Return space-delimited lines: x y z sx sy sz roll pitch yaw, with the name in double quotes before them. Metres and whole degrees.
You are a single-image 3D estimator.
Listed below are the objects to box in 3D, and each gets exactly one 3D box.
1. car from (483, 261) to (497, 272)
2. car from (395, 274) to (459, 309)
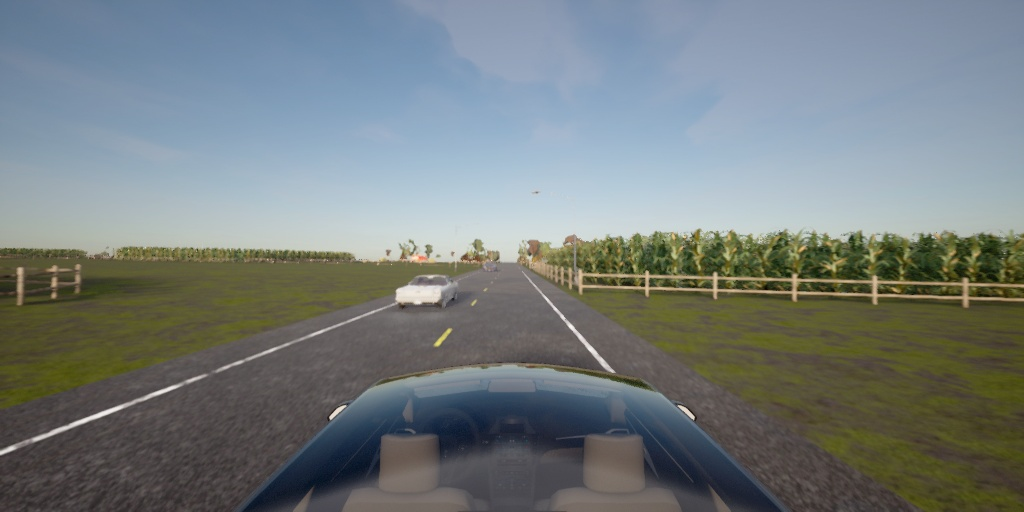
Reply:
"car" -3.563 1.686 58.518 2.097 1.767 4.553 0 -1 1
"car" -3.605 1.500 15.933 1.895 1.301 4.718 0 -1 0
